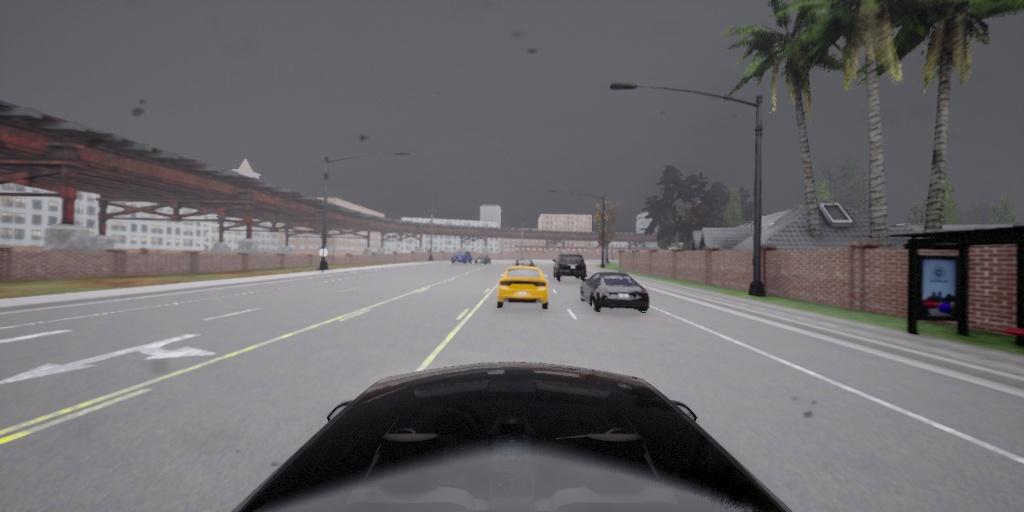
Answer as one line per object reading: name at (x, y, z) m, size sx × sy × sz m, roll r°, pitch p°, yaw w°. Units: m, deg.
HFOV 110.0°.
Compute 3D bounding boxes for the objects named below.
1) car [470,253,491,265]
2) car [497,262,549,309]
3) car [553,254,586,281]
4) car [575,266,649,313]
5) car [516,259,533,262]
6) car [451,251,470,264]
car at (-4.592, 0.602, 56.441) m, size 2.128 × 1.511 × 4.902 m, roll 1°, pitch 1°, yaw 9°
car at (0.466, 1.161, 14.872) m, size 1.882 × 1.535 × 5.008 m, roll 1°, pitch 0°, yaw 2°
car at (4.464, 0.842, 28.237) m, size 2.150 × 2.045 × 5.566 m, roll 1°, pitch 1°, yaw 3°
car at (3.943, 1.321, 14.356) m, size 1.994 × 1.385 × 4.181 m, roll 1°, pitch 0°, yaw 2°
car at (1.008, 1.027, 29.461) m, size 2.128 × 1.511 × 4.902 m, roll 1°, pitch 1°, yaw 2°
car at (-8.011, 0.259, 57.398) m, size 2.150 × 2.045 × 5.566 m, roll 1°, pitch 1°, yaw 9°
